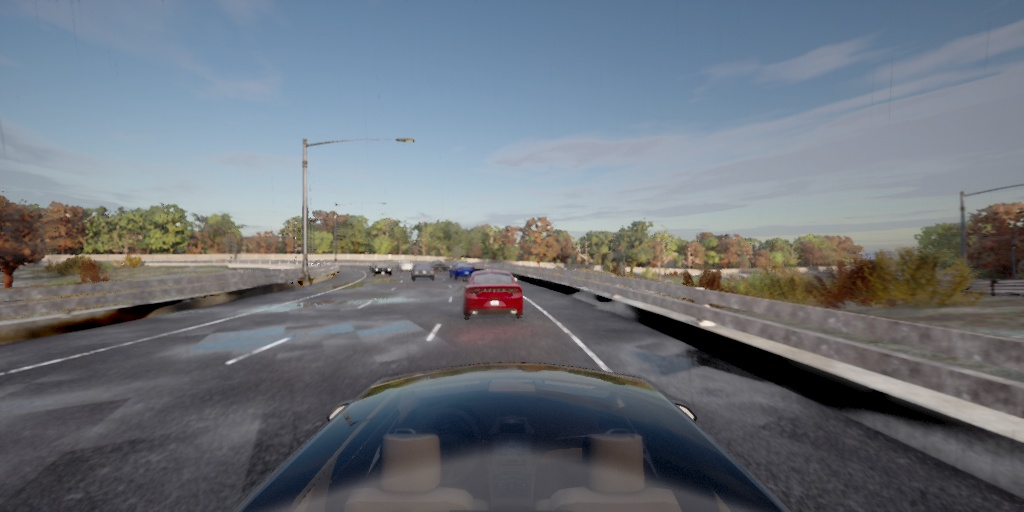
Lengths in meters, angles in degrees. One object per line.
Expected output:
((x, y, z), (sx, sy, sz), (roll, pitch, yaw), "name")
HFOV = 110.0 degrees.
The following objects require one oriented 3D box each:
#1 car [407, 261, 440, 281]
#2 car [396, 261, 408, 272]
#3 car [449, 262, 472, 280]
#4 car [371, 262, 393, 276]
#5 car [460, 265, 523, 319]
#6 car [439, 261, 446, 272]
((-7.809, 1.369, 31.371), (2.033, 1.411, 5.357), (0, 0, -17), "car")
((-14.419, 1.398, 48.664), (1.812, 1.442, 4.674), (0, 0, -25), "car")
((-4.503, 1.282, 32.514), (1.882, 1.535, 5.008), (0, 0, -17), "car")
((-13.881, 1.461, 38.589), (1.895, 1.301, 4.718), (0, 0, -20), "car")
((-0.767, 1.243, 13.022), (1.882, 1.535, 5.008), (0, 0, -6), "car")
((-10.147, 1.357, 47.760), (1.837, 1.490, 4.892), (0, 0, -24), "car")
